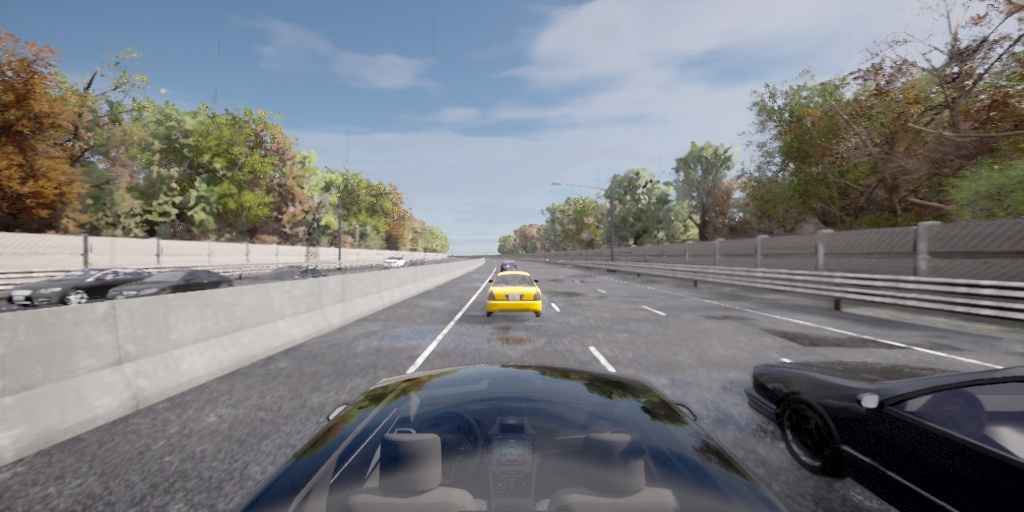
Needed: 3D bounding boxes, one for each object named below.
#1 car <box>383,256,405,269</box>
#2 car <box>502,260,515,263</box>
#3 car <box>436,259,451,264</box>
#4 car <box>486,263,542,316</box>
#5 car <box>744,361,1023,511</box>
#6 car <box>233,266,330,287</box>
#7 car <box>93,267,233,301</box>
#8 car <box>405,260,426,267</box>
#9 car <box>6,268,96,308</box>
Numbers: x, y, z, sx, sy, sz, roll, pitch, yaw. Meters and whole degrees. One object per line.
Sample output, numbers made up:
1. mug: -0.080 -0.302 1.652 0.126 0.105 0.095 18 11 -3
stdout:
1. car: -18.417 0.984 56.459 2.150 2.045 5.566 0 0 -1
2. car: -0.441 1.270 44.468 2.163 1.488 4.792 0 0 -1
3. car: -11.543 1.246 60.479 1.882 1.535 5.008 0 0 -1
4. car: 0.050 1.211 13.238 1.801 1.575 5.366 0 0 0
5. car: 3.594 1.296 1.664 2.033 1.411 5.357 0 0 0
6. car: -10.685 1.261 17.444 1.837 1.490 4.892 0 0 -1
7. car: -14.166 1.281 15.310 1.812 1.442 4.674 0 0 0
8. car: -14.936 1.330 56.841 1.994 1.385 4.181 0 0 -1
9. car: -17.665 1.247 15.277 2.128 1.511 4.902 0 0 0
